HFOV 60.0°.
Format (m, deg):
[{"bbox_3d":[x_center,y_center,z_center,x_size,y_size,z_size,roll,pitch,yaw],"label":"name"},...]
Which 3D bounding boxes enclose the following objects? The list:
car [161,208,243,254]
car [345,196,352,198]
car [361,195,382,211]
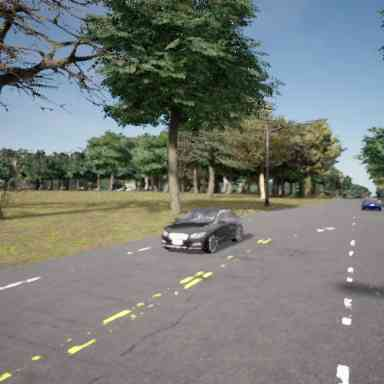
[{"bbox_3d":[0.589,1.404,13.337,2.128,1.511,4.902,1,0,26],"label":"car"},{"bbox_3d":[37.043,1.299,78.762,2.128,1.511,4.902,1,0,27],"label":"car"},{"bbox_3d":[21.715,1.458,40.209,1.994,1.385,4.181,1,0,26],"label":"car"}]
